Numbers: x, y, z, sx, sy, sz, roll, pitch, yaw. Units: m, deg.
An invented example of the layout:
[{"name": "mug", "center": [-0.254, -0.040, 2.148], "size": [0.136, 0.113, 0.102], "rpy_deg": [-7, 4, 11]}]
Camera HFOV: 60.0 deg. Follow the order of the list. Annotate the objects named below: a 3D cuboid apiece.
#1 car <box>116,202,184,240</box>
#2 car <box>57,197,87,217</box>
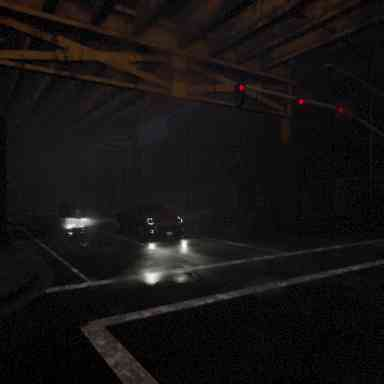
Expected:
[{"name": "car", "center": [-2.266, 1.339, 17.259], "size": [2.097, 1.767, 4.553], "rpy_deg": [0, 0, -33]}, {"name": "car", "center": [-11.321, 1.478, 31.176], "size": [2.128, 1.511, 4.902], "rpy_deg": [0, 0, -33]}]
